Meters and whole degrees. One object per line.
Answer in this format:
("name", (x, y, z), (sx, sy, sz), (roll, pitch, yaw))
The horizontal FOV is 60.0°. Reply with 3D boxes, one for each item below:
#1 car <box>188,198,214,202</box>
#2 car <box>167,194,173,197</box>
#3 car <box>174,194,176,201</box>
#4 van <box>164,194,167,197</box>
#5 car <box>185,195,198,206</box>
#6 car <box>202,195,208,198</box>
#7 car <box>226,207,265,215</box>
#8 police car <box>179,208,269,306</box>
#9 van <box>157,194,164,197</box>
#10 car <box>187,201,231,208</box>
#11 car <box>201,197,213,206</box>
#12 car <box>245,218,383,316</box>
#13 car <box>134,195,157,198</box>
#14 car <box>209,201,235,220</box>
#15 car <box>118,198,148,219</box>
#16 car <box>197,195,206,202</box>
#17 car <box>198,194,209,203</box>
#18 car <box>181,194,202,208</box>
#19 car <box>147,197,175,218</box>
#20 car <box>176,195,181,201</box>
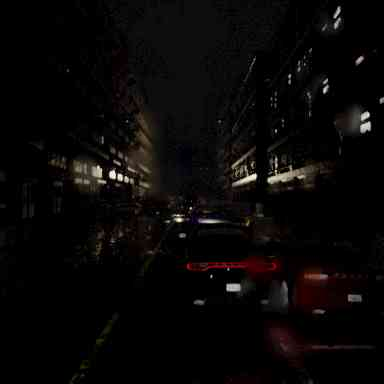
("car", (0.792, 1.467, 24.344), (1.801, 1.575, 5.366), (0, 0, 0))
("car", (-5.376, 1.405, 62.840), (2.192, 1.841, 5.009), (1, 0, 0))
("car", (-5.405, 1.712, 79.432), (1.947, 1.339, 4.313), (1, 0, 0))
("van", (-5.362, 1.400, 51.780), (1.690, 1.788, 3.998), (1, 0, 0))
("car", (-0.079, 1.430, 58.843), (2.097, 1.767, 4.553), (0, 0, 0))
("car", (2.514, 1.604, 51.728), (1.887, 1.381, 4.507), (1, 0, 0))
("car", (2.567, 1.528, 13.184), (1.752, 1.417, 4.829), (1, 0, 0))
("police car", (0.698, 1.426, 8.255), (1.930, 1.638, 5.238), (0, 0, 0))
("van", (-5.353, 1.387, 46.248), (1.690, 1.788, 3.998), (2, 0, 0))
("car", (0.800, 1.484, 18.150), (1.882, 1.535, 5.008), (0, 0, 0))
("car", (2.507, 1.618, 57.258), (1.887, 1.381, 4.507), (1, 0, 0))
("car", (2.574, 1.545, 7.482), (1.887, 1.381, 4.507), (1, 0, 0))
("car", (-5.338, 1.341, 35.189), (2.192, 1.841, 5.009), (2, 0, 0))
("car", (2.544, 1.564, 29.605), (1.887, 1.381, 4.507), (1, 0, 0))
("car", (-5.336, 1.544, 29.487), (1.752, 1.417, 4.829), (2, 0, 0))
("car", (2.437, 1.609, 84.915), (1.967, 1.590, 4.097), (1, 0, 0))
("car", (2.455, 1.441, 73.852), (2.192, 1.841, 5.009), (1, 0, 0))
("car", (-0.053, 1.265, 44.949), (2.150, 2.045, 5.566), (0, 0, 0))
("car", (-2.890, 1.525, 30.459), (1.837, 1.490, 4.892), (0, 0, 0))
("car", (-2.876, 1.556, 92.906), (2.097, 1.767, 4.553), (0, 0, 0))
